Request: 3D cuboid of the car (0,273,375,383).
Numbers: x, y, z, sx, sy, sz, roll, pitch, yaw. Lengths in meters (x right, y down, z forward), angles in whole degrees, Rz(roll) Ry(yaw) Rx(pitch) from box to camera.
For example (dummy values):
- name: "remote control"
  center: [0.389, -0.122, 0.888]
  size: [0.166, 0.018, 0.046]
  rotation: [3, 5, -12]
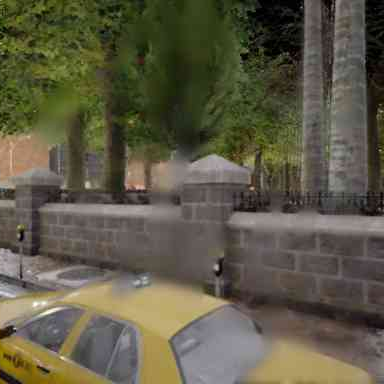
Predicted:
- name: "car"
  center: [-0.797, 1.512, 3.389]
  size: [4.829, 1.417, 1.752]
  rotation: [0, 0, 36]
